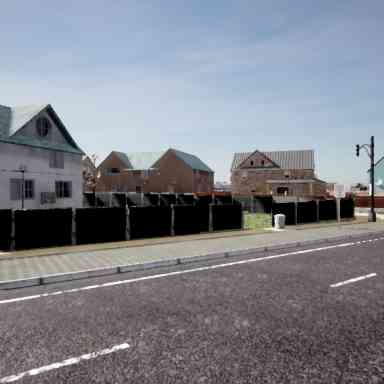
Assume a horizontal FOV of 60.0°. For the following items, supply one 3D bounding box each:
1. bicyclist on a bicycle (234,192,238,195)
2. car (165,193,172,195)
[{"bbox_3d":[5.196,0.795,39.574,0.582,1.620,1.656,1,1,19],"label":"bicyclist on a bicycle"},{"bbox_3d":[-2.152,0.913,35.928,4.902,1.511,2.128,1,0,19],"label":"car"}]
